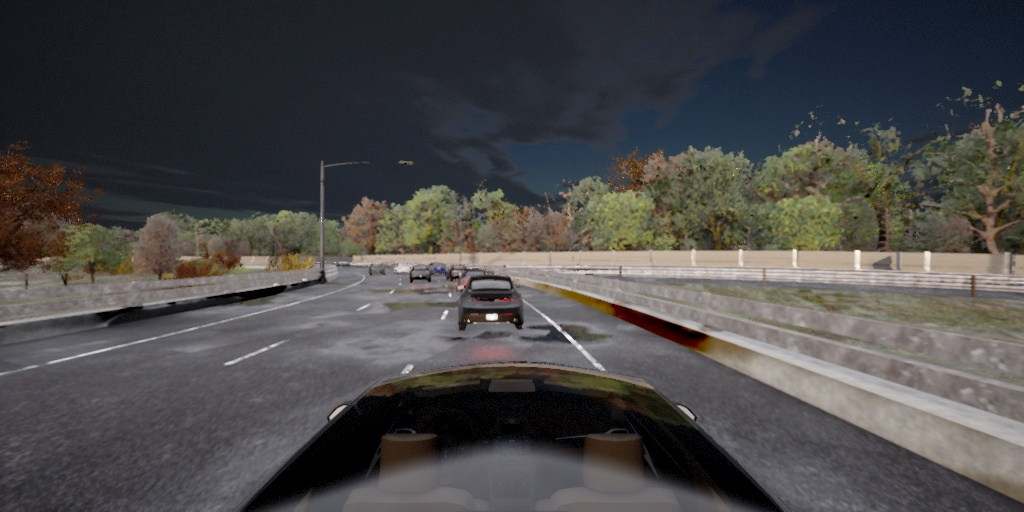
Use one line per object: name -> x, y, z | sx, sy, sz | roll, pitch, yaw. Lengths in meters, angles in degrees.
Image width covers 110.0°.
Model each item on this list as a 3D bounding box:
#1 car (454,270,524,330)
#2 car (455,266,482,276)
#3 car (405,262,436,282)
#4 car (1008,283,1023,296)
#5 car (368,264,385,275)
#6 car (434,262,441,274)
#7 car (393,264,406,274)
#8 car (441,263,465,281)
car -> -0.722, 1.361, 11.677 | 1.837, 1.490, 4.892 | 0, -1, -5
car -> -2.465, 1.544, 23.128 | 1.994, 1.385, 4.181 | 0, -1, -11
car -> -8.597, 1.588, 33.366 | 2.128, 1.511, 4.902 | 0, -1, -17
car -> 36.408, 2.050, 23.347 | 5.008, 1.535, 1.882 | 3, 1, 30
car -> -18.253, 1.756, 48.114 | 2.128, 1.511, 4.902 | 0, -1, -26
car -> -10.050, 1.593, 47.024 | 2.097, 1.767, 4.553 | 0, -1, -24
car -> -15.382, 1.807, 50.191 | 1.812, 1.442, 4.674 | 0, -1, -27
car -> -5.239, 1.591, 34.299 | 2.128, 1.511, 4.902 | 0, -1, -17
